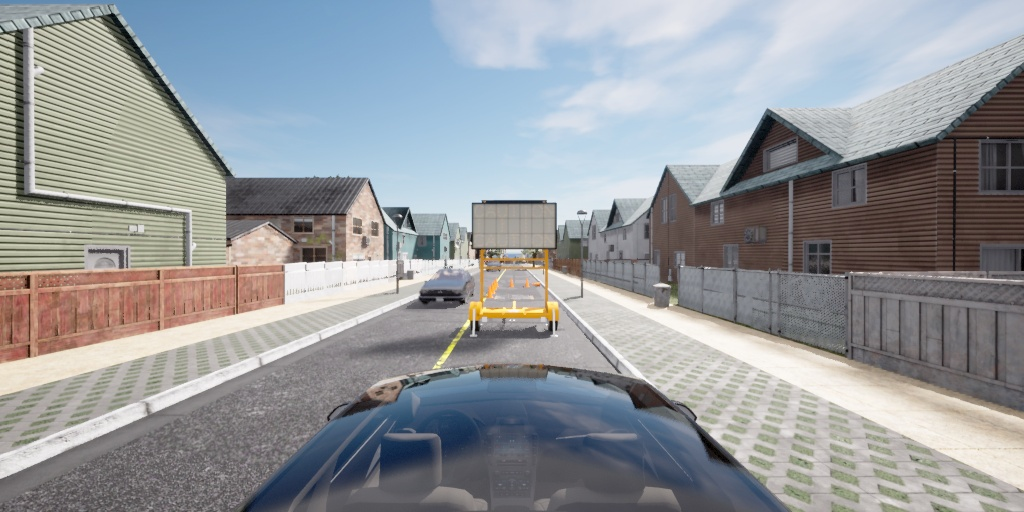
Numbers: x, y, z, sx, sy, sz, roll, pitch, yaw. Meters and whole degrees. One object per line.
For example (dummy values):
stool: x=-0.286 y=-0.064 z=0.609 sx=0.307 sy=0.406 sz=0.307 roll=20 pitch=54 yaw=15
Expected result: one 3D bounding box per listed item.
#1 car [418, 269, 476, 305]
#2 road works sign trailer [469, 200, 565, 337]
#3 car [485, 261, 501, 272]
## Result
car: x=-2.756 y=1.303 z=16.419 sx=2.033 sy=1.411 sz=5.357 roll=0 pitch=0 yaw=0
road works sign trailer: x=0.063 y=0.215 z=10.276 sx=2.380 sy=3.560 sz=2.880 roll=0 pitch=0 yaw=1
car: x=-2.460 y=1.353 z=47.355 sx=2.128 sy=1.511 sz=4.902 roll=0 pitch=0 yaw=0
